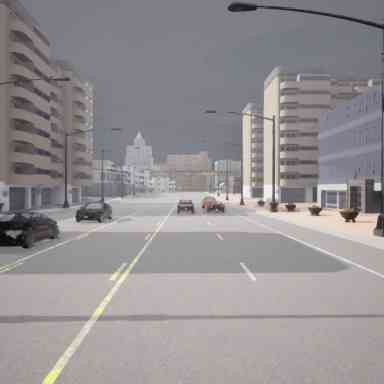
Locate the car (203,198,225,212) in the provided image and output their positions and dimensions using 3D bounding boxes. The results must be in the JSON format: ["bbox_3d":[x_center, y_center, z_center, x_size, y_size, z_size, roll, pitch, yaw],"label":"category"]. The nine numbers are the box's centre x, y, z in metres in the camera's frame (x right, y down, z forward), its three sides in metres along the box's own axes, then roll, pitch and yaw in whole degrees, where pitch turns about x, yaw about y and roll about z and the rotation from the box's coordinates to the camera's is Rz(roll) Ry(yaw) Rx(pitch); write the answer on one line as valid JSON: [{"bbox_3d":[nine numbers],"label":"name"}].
[{"bbox_3d":[2.751,1.698,39.731,1.895,1.301,4.718,0,0,-1],"label":"car"}]

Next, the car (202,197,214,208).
[{"bbox_3d":[2.540,1.481,49.137,2.097,1.767,4.553,0,0,-1],"label":"car"}]

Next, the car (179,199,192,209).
[{"bbox_3d":[-0.936,1.728,48.143,1.895,1.301,4.718,0,0,-1],"label":"car"}]

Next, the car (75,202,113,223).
[{"bbox_3d":[-7.634,1.528,26.293,1.882,1.535,5.008,0,0,-1],"label":"car"}]

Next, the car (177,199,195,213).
[{"bbox_3d":[-0.716,1.583,38.180,2.128,1.511,4.902,0,0,-1],"label":"car"}]

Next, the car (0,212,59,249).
[{"bbox_3d":[-7.376,1.570,14.357,1.994,1.385,4.181,0,0,-1],"label":"car"}]
